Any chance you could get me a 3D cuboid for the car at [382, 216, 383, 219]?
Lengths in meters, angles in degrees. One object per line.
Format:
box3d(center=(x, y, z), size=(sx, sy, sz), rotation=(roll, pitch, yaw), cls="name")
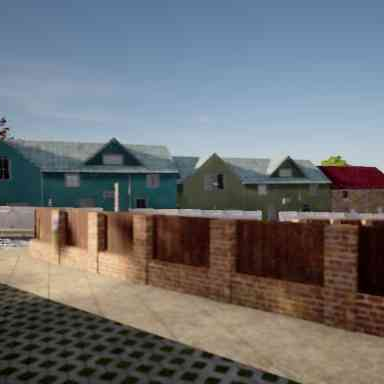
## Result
box3d(center=(19.144, 2.858, 30.640), size=(5.566, 2.045, 2.150), rotation=(2, -2, -22), cls="car")
